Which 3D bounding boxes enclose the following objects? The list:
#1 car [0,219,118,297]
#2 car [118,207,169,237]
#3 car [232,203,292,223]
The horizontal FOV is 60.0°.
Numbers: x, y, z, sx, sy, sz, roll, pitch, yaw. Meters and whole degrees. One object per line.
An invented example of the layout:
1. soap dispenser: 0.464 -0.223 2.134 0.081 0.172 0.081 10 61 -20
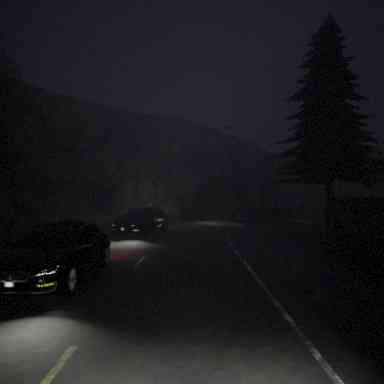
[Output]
1. car: -3.543 1.574 8.920 1.837 1.490 4.892 0 0 1
2. car: -2.828 1.652 19.207 1.837 1.490 4.892 0 0 17
3. car: 5.783 1.688 27.441 5.008 1.535 1.882 0 0 -15
